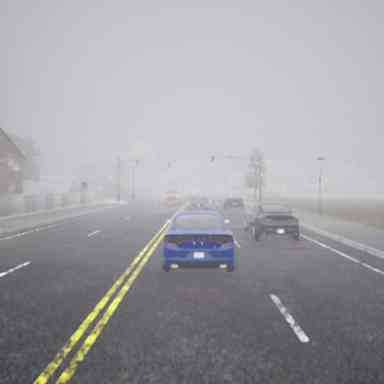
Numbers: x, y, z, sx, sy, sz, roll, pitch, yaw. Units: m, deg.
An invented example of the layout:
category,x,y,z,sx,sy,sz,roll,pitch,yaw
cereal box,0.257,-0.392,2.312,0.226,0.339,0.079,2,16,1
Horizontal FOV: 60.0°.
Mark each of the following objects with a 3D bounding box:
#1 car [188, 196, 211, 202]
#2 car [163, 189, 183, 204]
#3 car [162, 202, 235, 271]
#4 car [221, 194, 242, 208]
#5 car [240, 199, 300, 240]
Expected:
category,x,y,z,sx,sy,sz,roll,pitch,yaw
car,0.599,1.053,28.496,2.033,1.411,5.357,0,1,2
car,-2.287,0.468,40.684,2.097,1.767,4.553,0,1,3
car,0.190,1.295,10.322,1.882,1.535,5.008,0,1,1
car,4.025,0.903,33.217,1.882,1.535,5.008,0,1,2
car,3.515,1.235,15.275,1.837,1.490,4.892,0,1,2
